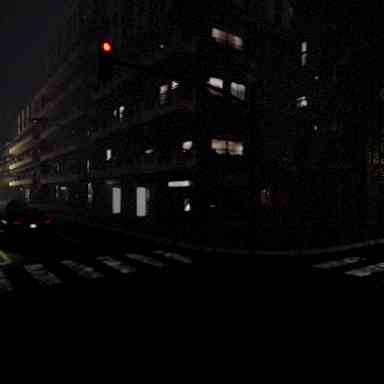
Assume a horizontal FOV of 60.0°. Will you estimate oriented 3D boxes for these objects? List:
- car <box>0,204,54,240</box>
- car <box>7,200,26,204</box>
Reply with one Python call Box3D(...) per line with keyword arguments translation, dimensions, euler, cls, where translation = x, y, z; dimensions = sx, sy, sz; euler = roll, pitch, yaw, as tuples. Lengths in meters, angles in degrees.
Box3D(translation=(-8.342, 1.504, 16.705), dimensions=(1.994, 1.385, 4.181), euler=(0, 0, -35), cls="car")
Box3D(translation=(-18.623, 1.464, 35.414), dimensions=(1.802, 1.307, 4.206), euler=(0, 0, -36), cls="car")
